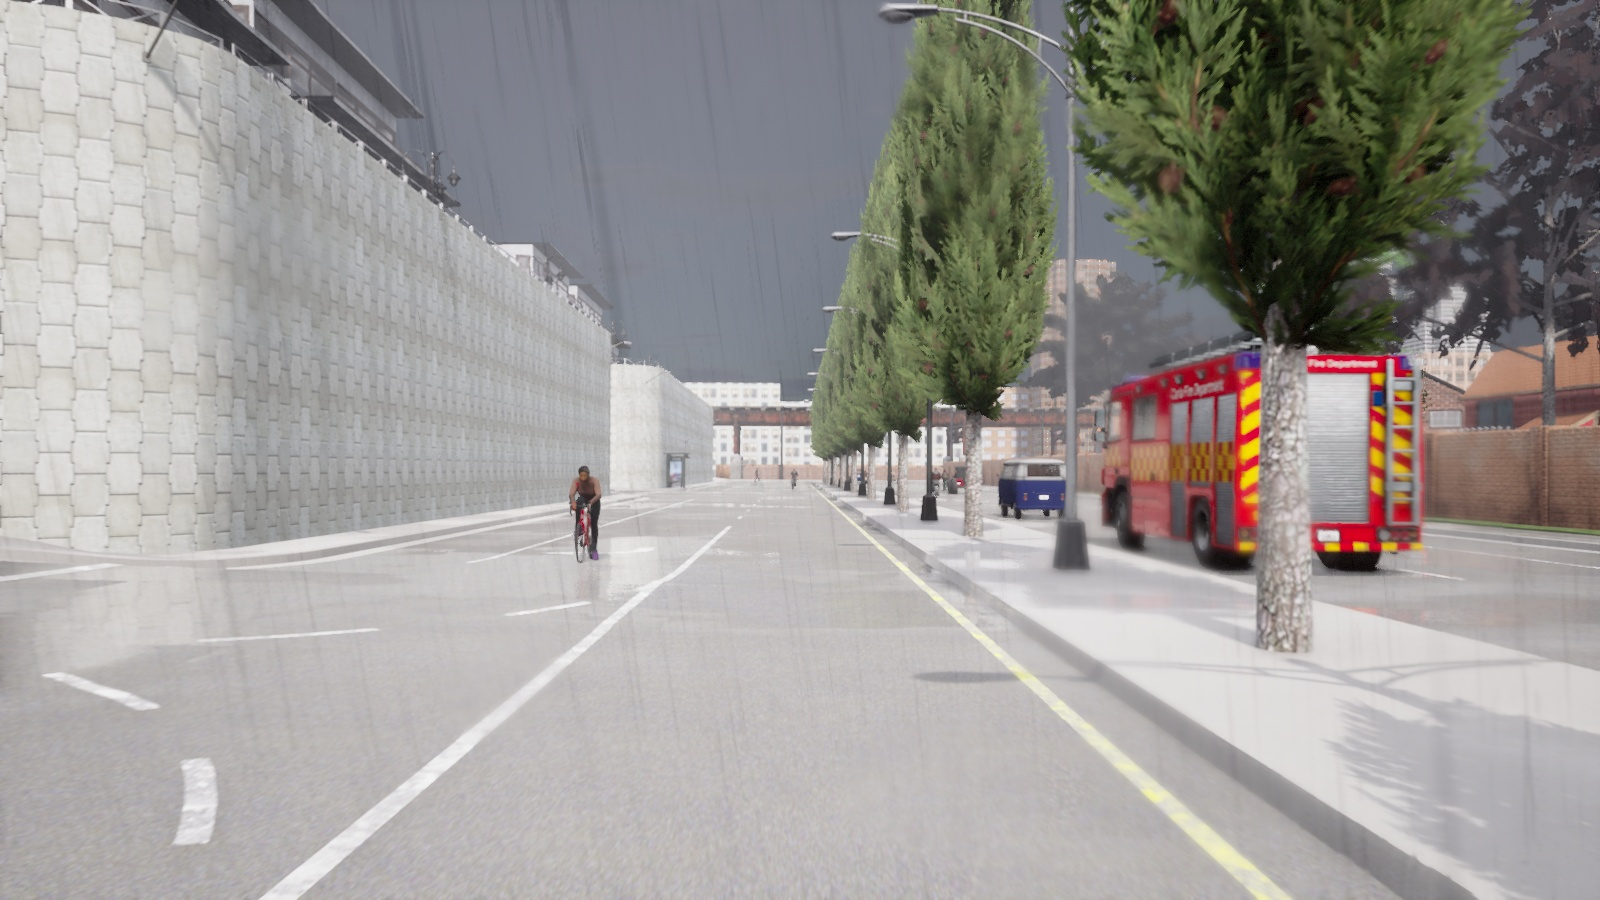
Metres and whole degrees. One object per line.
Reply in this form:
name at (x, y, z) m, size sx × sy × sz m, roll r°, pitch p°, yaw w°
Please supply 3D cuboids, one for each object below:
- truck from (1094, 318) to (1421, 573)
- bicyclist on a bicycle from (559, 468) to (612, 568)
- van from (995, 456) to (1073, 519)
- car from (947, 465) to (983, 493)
truck at (7.889, -0.003, 23.180) m, size 2.891 × 3.827 × 8.468 m, roll 0°, pitch -1°, yaw 0°
bicyclist on a bicycle at (-3.622, 1.127, 21.305) m, size 0.582 × 1.620 × 1.656 m, roll 0°, pitch -1°, yaw 1°
van at (7.810, 1.226, 42.300) m, size 1.775 × 1.987 × 4.442 m, roll 0°, pitch -1°, yaw 0°
car at (11.124, 1.953, 84.954) m, size 1.905 × 1.878 × 3.866 m, roll 0°, pitch -1°, yaw 0°
